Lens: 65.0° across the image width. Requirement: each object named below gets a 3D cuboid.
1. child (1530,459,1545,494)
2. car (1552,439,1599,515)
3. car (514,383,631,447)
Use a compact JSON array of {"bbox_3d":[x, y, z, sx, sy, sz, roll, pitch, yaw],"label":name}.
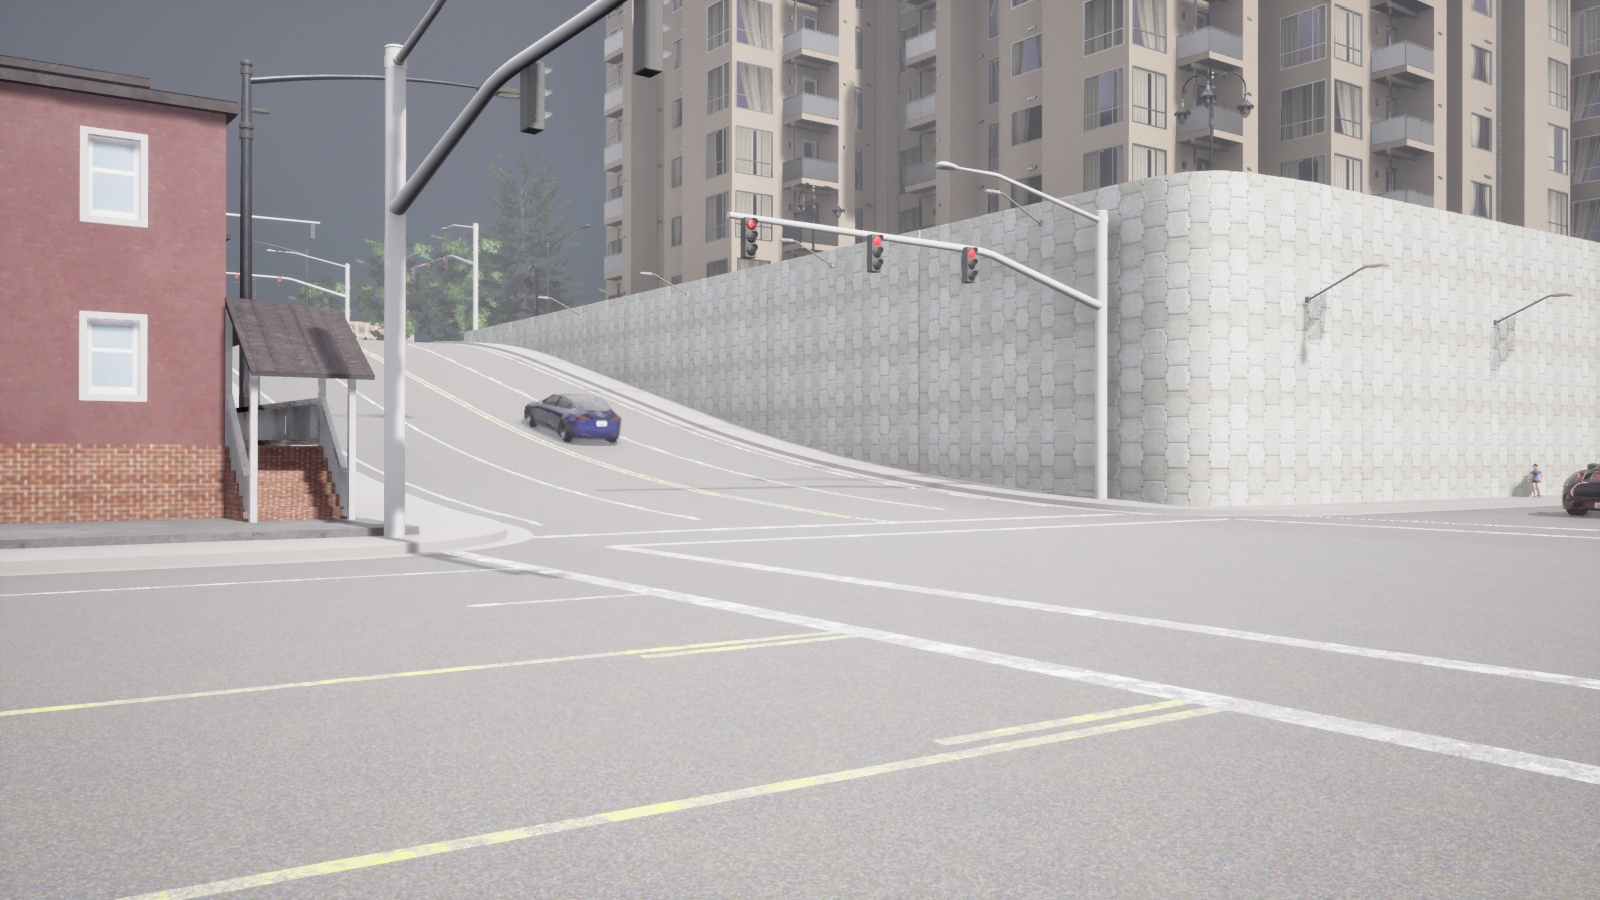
[{"bbox_3d":[23.042,0.827,39.228,0.394,1.110,0.255,0,0,-34],"label":"child"},{"bbox_3d":[20.447,0.635,30.421,4.553,1.767,2.097,0,0,-34],"label":"car"},{"bbox_3d":[-8.025,-1.258,43.895,2.163,1.488,4.792,0,10,-35],"label":"car"}]
